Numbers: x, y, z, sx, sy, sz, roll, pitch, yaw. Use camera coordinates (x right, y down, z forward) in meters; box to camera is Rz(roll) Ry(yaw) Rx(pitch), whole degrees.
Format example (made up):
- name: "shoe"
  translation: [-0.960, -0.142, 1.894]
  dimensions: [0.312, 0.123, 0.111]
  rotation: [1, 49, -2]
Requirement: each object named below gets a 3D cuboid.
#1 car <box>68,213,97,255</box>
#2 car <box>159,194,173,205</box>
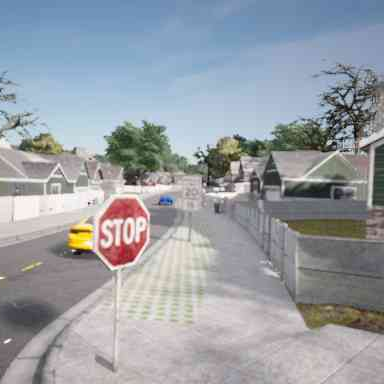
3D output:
- name: "car"
  translation: [-3.167, 1.525, 13.462]
  dimensions: [1.882, 1.535, 5.008]
  rotation: [2, 1, 5]
- name: "car"
  translation: [-3.740, 1.047, 47.936]
  dimensions: [1.882, 1.535, 5.008]
  rotation: [2, 1, -3]
